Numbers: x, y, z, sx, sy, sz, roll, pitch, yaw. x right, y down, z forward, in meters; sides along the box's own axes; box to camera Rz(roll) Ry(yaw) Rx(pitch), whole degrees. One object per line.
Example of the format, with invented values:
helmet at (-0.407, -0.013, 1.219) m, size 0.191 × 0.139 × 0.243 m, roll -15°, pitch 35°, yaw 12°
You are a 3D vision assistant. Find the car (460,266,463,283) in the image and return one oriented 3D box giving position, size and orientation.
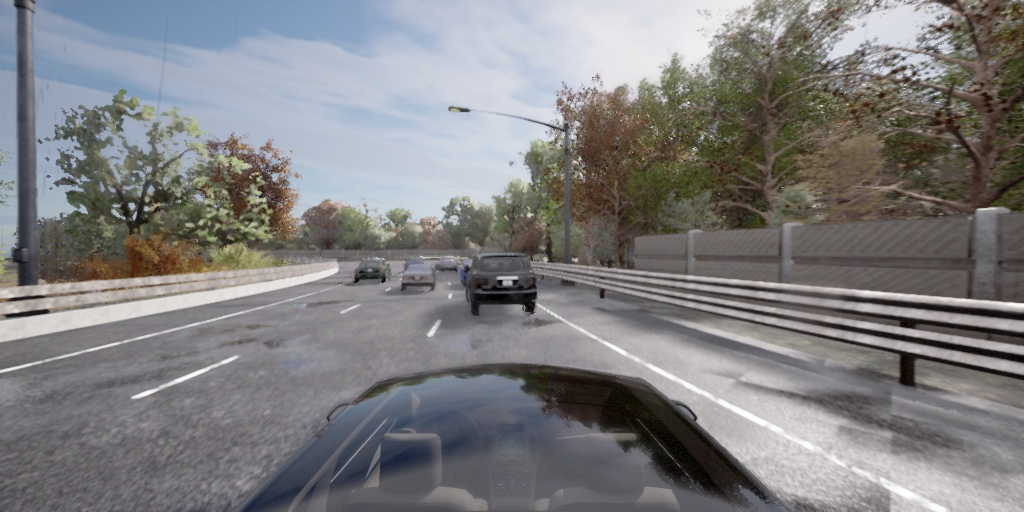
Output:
car at (-2.366, 1.092, 23.583) m, size 1.882 × 1.535 × 5.008 m, roll 0°, pitch 0°, yaw -11°

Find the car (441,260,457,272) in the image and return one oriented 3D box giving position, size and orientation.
car at (-7.592, 1.083, 41.280) m, size 1.994 × 1.385 × 4.181 m, roll 0°, pitch 0°, yaw -21°

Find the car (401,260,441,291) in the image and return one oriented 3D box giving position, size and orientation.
car at (-5.407, 1.191, 21.169) m, size 2.033 × 1.411 × 5.357 m, roll 0°, pitch 0°, yaw -11°

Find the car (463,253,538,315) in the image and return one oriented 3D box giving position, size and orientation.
car at (-0.572, 0.895, 13.514) m, size 2.150 × 2.045 × 5.566 m, roll 0°, pitch 0°, yaw -9°

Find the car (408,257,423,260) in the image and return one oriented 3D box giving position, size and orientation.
car at (-10.977, 0.889, 40.608) m, size 2.097 × 1.767 × 4.553 m, roll 0°, pitch 0°, yaw -21°

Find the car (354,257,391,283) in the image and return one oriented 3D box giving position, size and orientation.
car at (-10.252, 0.979, 26.678) m, size 2.097 × 1.767 × 4.553 m, roll 0°, pitch 0°, yaw -13°
